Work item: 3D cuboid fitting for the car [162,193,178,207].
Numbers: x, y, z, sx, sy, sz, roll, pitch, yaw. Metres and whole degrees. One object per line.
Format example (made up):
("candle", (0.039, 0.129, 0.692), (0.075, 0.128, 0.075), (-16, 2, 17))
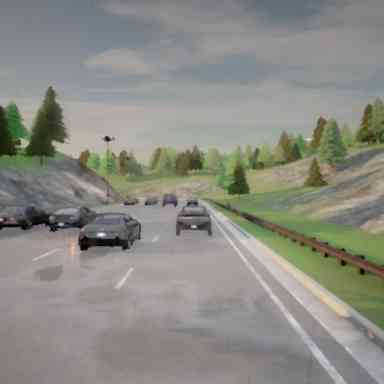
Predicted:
("car", (-3.387, 1.234, 52.055), (2.150, 2.045, 5.566), (0, 0, 0))

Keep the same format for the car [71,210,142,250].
("car", (-3.399, 1.569, 14.458), (1.994, 1.385, 4.181), (0, 0, 0))

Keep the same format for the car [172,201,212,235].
("car", (0.101, 1.495, 18.835), (2.128, 1.511, 4.902), (0, 0, 0))

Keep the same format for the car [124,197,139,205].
("car", (-10.389, 1.584, 57.496), (1.994, 1.385, 4.181), (0, 0, 0))

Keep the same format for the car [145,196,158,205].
("car", (-6.888, 1.508, 57.260), (2.128, 1.511, 4.902), (0, 0, 0))

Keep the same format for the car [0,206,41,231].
("car", (-10.406, 1.560, 20.669), (2.033, 1.411, 5.357), (0, 0, 0))

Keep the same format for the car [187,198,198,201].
("car", (0.111, 1.612, 56.038), (1.895, 1.301, 4.718), (0, 0, 0))

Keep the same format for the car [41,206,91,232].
("car", (-6.899, 1.536, 19.843), (1.812, 1.442, 4.674), (0, 0, 0))
